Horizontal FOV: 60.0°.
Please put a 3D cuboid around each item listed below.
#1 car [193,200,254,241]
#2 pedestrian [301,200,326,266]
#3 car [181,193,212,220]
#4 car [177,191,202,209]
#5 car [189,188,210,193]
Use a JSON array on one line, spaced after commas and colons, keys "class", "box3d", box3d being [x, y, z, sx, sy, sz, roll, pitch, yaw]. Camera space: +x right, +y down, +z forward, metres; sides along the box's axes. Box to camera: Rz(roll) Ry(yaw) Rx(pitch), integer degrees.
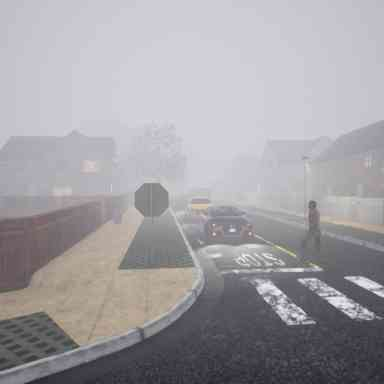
[{"class": "car", "box3d": [1.397, 1.301, 15.070, 1.994, 1.385, 4.181, 0, 1, -6]}, {"class": "pedestrian", "box3d": [3.432, 1.120, 9.413, 0.375, 1.860, 0.375, 2, -2, -5]}, {"class": "car", "box3d": [0.542, 1.077, 23.831, 1.882, 1.535, 5.008, 0, 1, -6]}, {"class": "car", "box3d": [-0.520, 0.925, 34.866, 2.128, 1.511, 4.902, 0, 1, -5]}, {"class": "car", "box3d": [1.334, 0.483, 46.148, 2.150, 2.045, 5.566, 0, 1, -6]}]
